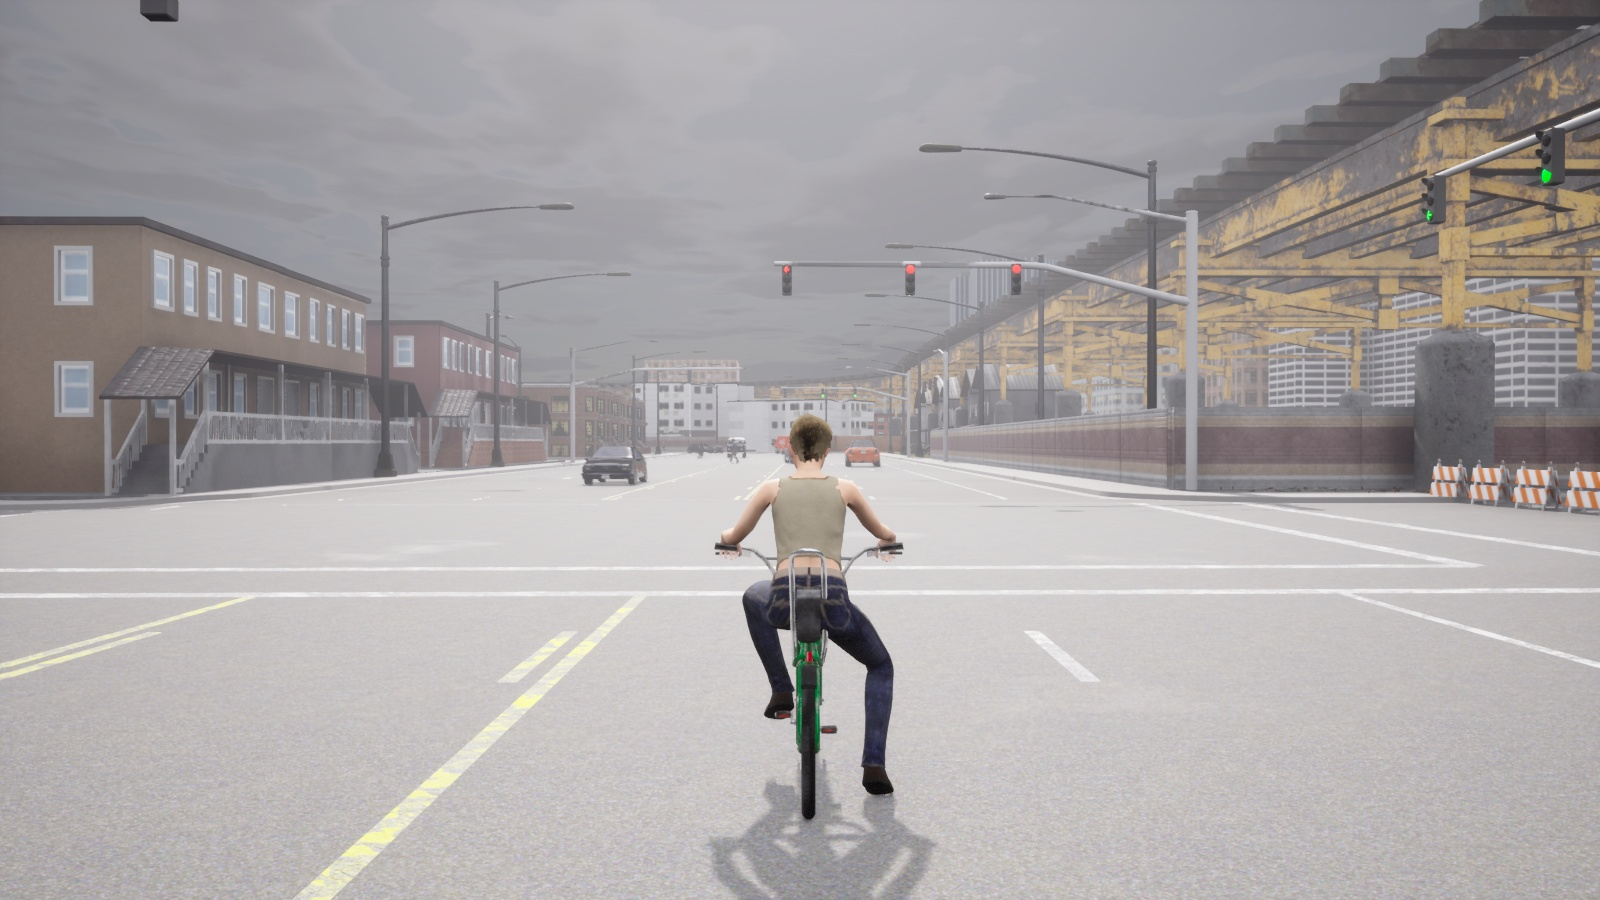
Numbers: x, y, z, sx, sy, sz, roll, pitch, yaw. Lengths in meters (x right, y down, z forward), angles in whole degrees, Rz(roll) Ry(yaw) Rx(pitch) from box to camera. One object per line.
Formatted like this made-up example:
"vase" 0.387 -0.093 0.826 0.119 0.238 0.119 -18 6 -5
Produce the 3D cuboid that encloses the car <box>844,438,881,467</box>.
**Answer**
"car" 3.932 0.157 79.811 2.097 1.767 4.553 0 0 0

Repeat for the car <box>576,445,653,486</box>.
"car" -6.744 0.527 46.205 2.033 1.411 5.357 0 0 0

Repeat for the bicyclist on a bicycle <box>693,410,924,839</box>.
"bicyclist on a bicycle" 0.038 0.652 5.474 0.866 1.612 1.509 0 0 0
